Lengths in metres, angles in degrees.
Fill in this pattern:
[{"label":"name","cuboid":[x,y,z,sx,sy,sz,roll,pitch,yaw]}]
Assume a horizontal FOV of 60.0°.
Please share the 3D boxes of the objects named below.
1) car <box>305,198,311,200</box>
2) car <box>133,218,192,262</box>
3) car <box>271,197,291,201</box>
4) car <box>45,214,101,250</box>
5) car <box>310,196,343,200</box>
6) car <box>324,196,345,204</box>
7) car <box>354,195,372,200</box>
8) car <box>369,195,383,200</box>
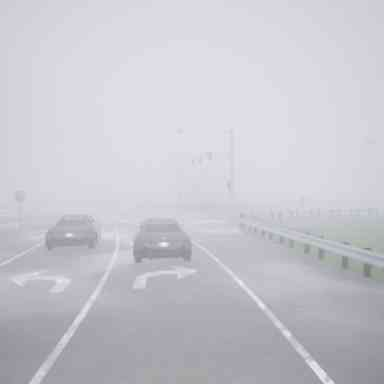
[{"label":"car","cuboid":[23.473,1.932,66.141,4.674,1.442,1.812,0,0,-18]},{"label":"car","cuboid":[-1.207,1.660,12.599,1.994,1.385,4.181,0,0,-9]},{"label":"car","cuboid":[19.221,1.820,72.118,4.553,1.767,2.097,0,0,-18]},{"label":"car","cuboid":[-5.265,1.691,15.142,1.994,1.385,4.181,0,0,-12]},{"label":"car","cuboid":[25.580,1.977,63.167,4.718,1.301,1.895,0,0,-18]},{"label":"car","cuboid":[33.428,1.819,78.148,4.553,1.767,2.097,0,0,-28]},{"label":"car","cuboid":[37.853,1.636,72.631,5.566,2.045,2.150,0,0,-28]},{"label":"car","cuboid":[39.947,1.936,69.789,4.181,1.385,1.994,0,0,-28]}]
